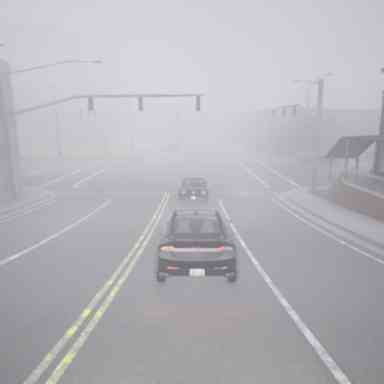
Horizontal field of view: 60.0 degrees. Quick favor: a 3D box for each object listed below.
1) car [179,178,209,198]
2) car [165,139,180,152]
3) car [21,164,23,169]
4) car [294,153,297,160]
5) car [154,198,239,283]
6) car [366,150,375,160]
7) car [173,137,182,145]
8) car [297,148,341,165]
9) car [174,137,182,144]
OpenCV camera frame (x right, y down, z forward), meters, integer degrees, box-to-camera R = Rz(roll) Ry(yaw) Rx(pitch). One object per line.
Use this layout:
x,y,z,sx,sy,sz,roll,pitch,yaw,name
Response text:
0.179,-0.333,22.633,1.895,1.301,4.718,0,10,2,car
-3.536,-7.963,58.744,1.837,1.490,4.892,0,12,0,car
-19.934,-2.750,33.978,4.892,1.490,1.837,0,12,0,car
15.994,-5.079,44.281,4.553,1.767,2.097,0,12,0,car
0.104,1.216,8.963,2.128,1.511,4.902,0,4,0,car
26.321,-5.200,44.215,5.566,2.045,2.150,0,12,0,car
-3.454,-12.112,78.436,1.837,1.490,4.892,0,12,0,car
15.826,-4.358,40.857,4.553,1.767,2.097,0,12,0,car
-3.460,-9.985,68.586,1.994,1.385,4.181,0,12,0,car
